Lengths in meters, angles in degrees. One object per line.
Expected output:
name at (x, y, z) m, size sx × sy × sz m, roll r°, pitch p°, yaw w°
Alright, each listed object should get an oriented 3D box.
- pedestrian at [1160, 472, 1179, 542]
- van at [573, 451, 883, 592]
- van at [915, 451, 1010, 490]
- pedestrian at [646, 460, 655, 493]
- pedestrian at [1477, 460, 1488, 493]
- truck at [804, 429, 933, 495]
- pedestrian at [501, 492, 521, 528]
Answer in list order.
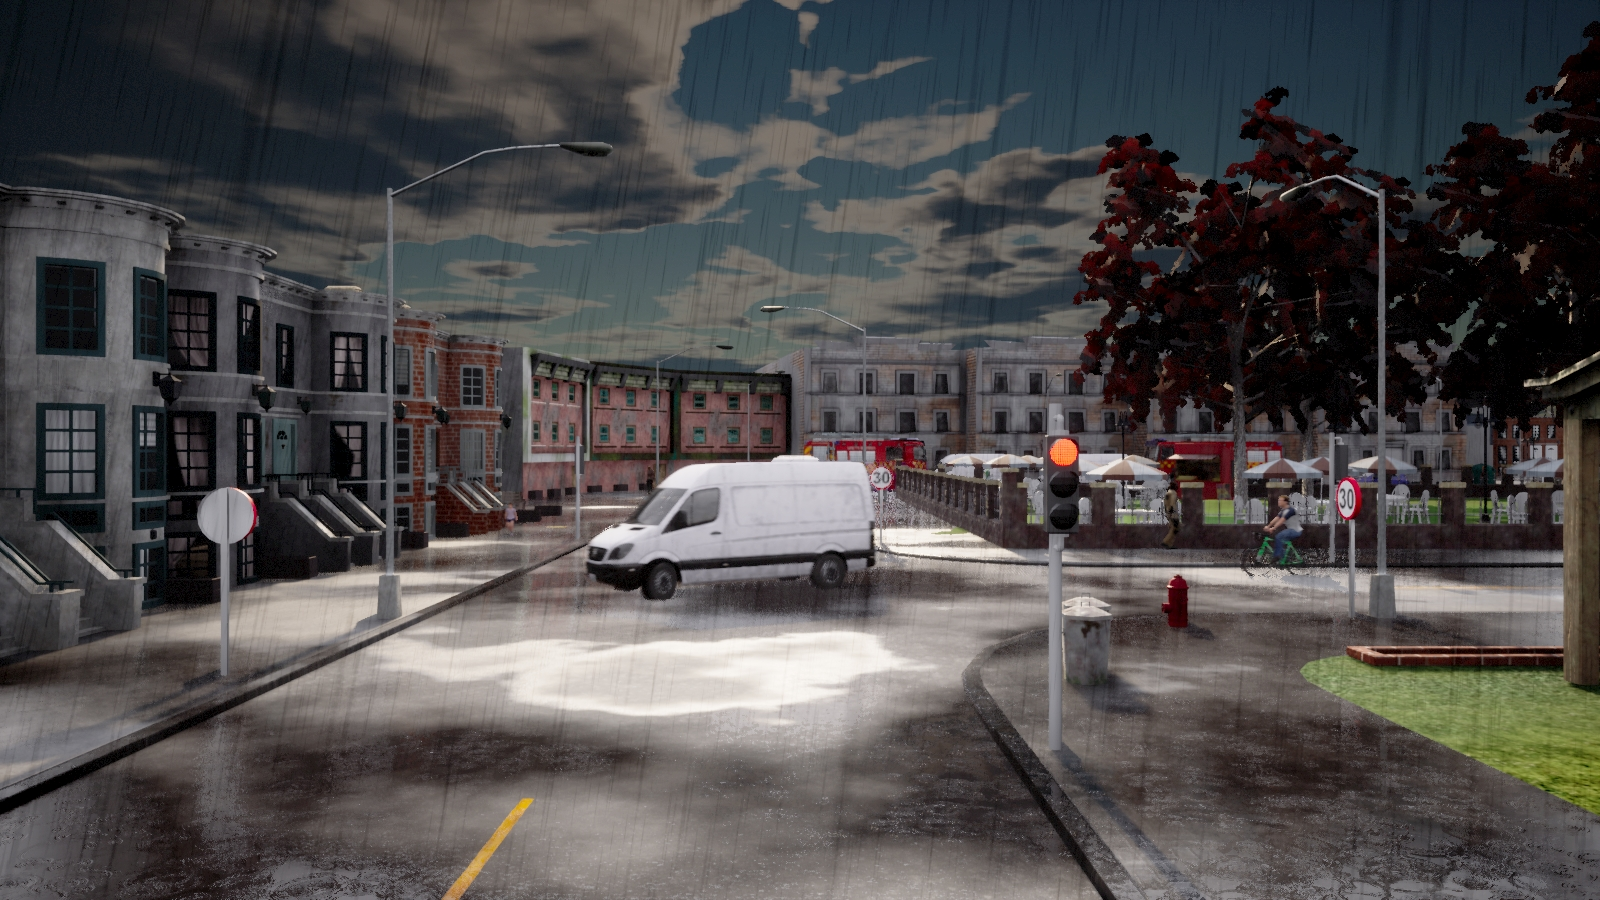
pedestrian at (9.871, 1.517, 30.548) m, size 0.375 × 1.860 × 0.375 m, roll 0°, pitch 0°, yaw 0°
van at (-1.374, 1.314, 23.001) m, size 5.915 × 2.561 × 1.988 m, roll 0°, pitch -1°, yaw -29°
van at (10.550, 1.314, 74.428) m, size 5.915 × 2.561 × 1.988 m, roll 0°, pitch 0°, yaw 0°
pedestrian at (-8.643, 1.525, 66.007) m, size 0.375 × 1.860 × 0.375 m, roll 0°, pitch 0°, yaw 20°
pedestrian at (39.327, 1.524, 65.830) m, size 0.375 × 1.860 × 0.375 m, roll 0°, pitch 0°, yaw 4°
truck at (4.295, 0.672, 70.228) m, size 8.468 × 3.827 × 2.891 m, roll 0°, pitch 0°, yaw -43°
pedestrian at (-9.134, 1.904, 36.162) m, size 0.500 × 1.100 × 0.500 m, roll 0°, pitch 0°, yaw 2°
